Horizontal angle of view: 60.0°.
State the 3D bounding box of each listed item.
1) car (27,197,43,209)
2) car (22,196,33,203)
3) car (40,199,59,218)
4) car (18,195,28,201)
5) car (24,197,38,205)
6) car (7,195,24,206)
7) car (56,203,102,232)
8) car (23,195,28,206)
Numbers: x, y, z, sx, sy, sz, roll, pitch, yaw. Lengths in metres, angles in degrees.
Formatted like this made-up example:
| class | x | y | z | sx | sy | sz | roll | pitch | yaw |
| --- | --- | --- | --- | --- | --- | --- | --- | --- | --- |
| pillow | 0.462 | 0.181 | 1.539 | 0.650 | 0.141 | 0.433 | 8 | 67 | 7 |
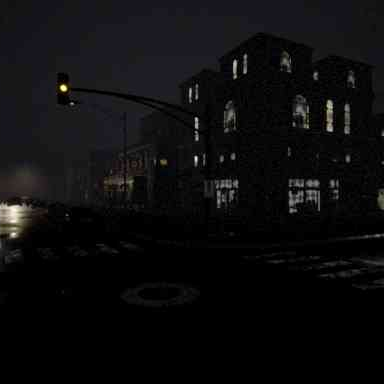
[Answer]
| class | x | y | z | sx | sy | sz | roll | pitch | yaw |
| --- | --- | --- | --- | --- | --- | --- | --- | --- | --- |
| car | -20.229 | 1.557 | 44.086 | 2.008 | 1.369 | 4.403 | 0 | 0 | -29 |
| car | -33.784 | 1.599 | 68.138 | 1.802 | 1.307 | 4.206 | 0 | 0 | -29 |
| car | -12.095 | 1.584 | 29.653 | 1.802 | 1.307 | 4.206 | 0 | 0 | -29 |
| car | -41.917 | 1.468 | 82.570 | 1.967 | 1.590 | 4.097 | 0 | 0 | -29 |
| car | -28.363 | 1.562 | 58.518 | 2.008 | 1.369 | 4.403 | 0 | 0 | -29 |
| car | -28.697 | 1.487 | 53.827 | 1.882 | 1.535 | 5.008 | 0 | 0 | -29 |
| car | -6.674 | 1.567 | 20.033 | 1.947 | 1.339 | 4.313 | 0 | 0 | -29 |
| car | -25.650 | 1.450 | 53.707 | 1.967 | 1.590 | 4.097 | 0 | 0 | -29 |
